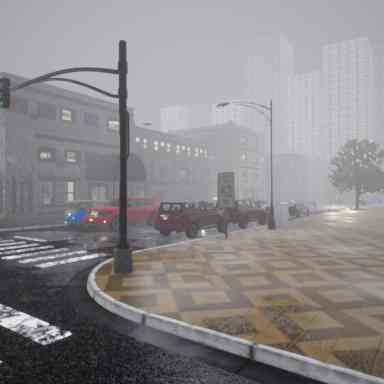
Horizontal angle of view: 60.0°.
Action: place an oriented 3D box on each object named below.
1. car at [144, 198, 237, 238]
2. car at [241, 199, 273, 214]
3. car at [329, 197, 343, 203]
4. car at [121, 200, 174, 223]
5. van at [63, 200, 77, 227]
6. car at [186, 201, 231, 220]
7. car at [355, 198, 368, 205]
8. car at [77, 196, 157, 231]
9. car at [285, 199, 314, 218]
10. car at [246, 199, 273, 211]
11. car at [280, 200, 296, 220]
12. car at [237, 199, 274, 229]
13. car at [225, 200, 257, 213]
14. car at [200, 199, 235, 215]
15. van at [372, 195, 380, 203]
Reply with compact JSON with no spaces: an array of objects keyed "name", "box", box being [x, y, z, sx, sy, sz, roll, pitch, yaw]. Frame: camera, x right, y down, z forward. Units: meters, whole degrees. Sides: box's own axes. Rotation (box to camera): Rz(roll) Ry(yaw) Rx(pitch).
[{"name":"car","box":[0.099,1.349,17.823,2.192,1.841,5.009,-1,-1,35]},{"name":"car","box":[7.581,1.639,38.355,1.837,1.490,4.892,0,0,36]},{"name":"car","box":[34.796,1.915,81.249,2.008,1.369,4.403,-1,-1,35]},{"name":"car","box":[-3.543,1.531,27.173,1.967,1.590,4.097,-1,-1,35]},{"name":"van","box":[-6.738,1.414,22.668,1.690,1.788,3.998,-1,0,35]},{"name":"car","box":[1.550,1.622,29.858,1.812,1.442,4.674,0,0,36]},{"name":"car","box":[32.050,1.801,62.885,2.008,1.369,4.403,-1,-1,35]},{"name":"car","box":[-4.285,1.285,21.647,2.150,2.045,5.566,0,0,35]},{"name":"car","box":[9.686,1.657,31.341,1.947,1.339,4.313,-1,-1,35]},{"name":"car","box":[9.237,1.722,45.198,2.008,1.369,4.403,-1,-1,35]},{"name":"car","box":[6.490,1.616,26.834,1.887,1.381,4.507,-1,-1,35]},{"name":"car","box":[3.294,1.367,22.330,2.192,1.841,5.009,-1,-1,35]},{"name":"car","box":[6.042,1.701,40.691,2.008,1.369,4.403,-1,-1,35]},{"name":"car","box":[2.847,1.569,36.187,1.967,1.590,4.097,-1,-1,35]},{"name":"van","box":[44.828,1.694,80.914,1.690,1.788,3.998,-1,-1,35]}]
